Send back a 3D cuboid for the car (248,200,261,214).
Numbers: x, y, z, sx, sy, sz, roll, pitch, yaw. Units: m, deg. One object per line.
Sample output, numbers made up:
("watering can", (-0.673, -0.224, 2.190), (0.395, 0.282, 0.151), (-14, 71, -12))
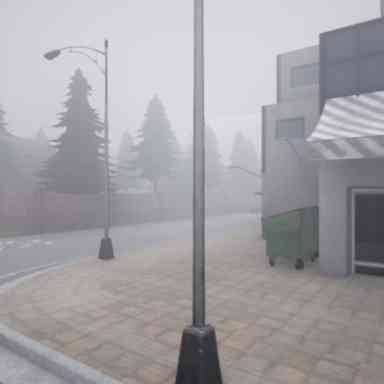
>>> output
("car", (8.104, 1.676, 37.581), (1.837, 1.490, 4.892), (0, 0, 37))
